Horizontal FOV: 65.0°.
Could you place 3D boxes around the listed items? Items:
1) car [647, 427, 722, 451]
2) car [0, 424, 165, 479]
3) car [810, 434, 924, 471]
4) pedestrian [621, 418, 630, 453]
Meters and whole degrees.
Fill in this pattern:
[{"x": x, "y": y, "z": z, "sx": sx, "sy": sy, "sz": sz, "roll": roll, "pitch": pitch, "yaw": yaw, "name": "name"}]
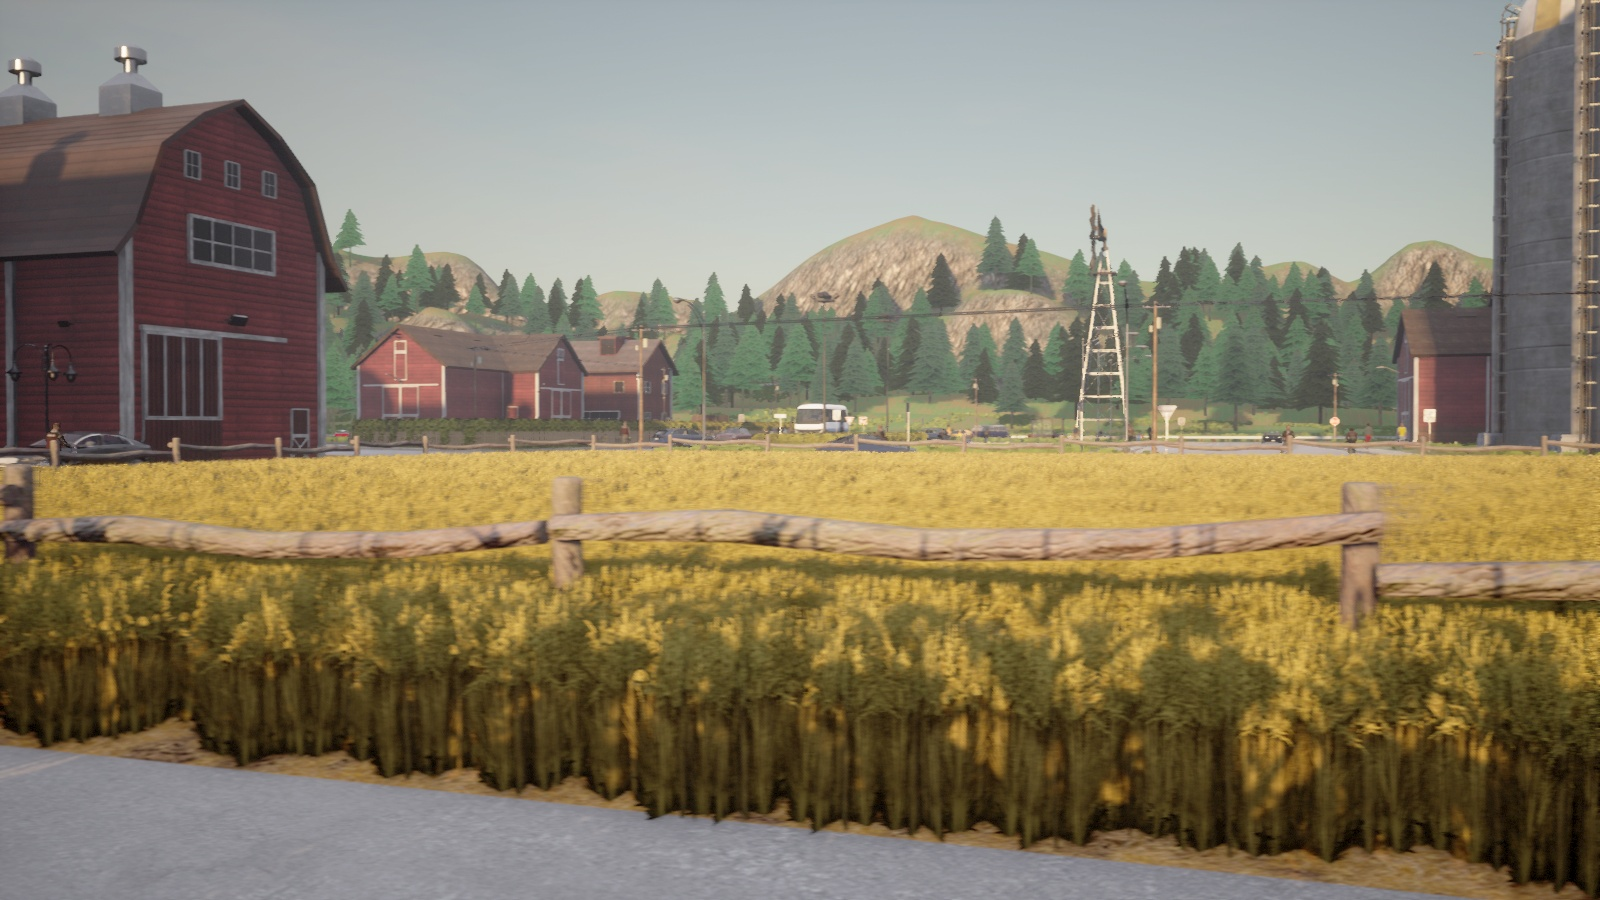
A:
[{"x": -8.087, "y": -0.793, "z": 88.108, "sx": 4.856, "sy": 1.649, "sz": 2.033, "roll": -1, "pitch": 0, "yaw": -37, "name": "car"}, {"x": -21.752, "y": 0.003, "z": 37.606, "sx": 2.128, "sy": 1.511, "sz": 4.902, "roll": 1, "pitch": 1, "yaw": 15, "name": "car"}, {"x": 2.688, "y": 0.075, "z": 50.249, "sx": 4.181, "sy": 1.385, "sz": 1.994, "roll": 1, "pitch": 1, "yaw": 18, "name": "car"}, {"x": -9.455, "y": -0.782, "z": 68.077, "sx": 0.376, "sy": 1.854, "sz": 0.720, "roll": 0, "pitch": 1, "yaw": -3, "name": "pedestrian"}]
